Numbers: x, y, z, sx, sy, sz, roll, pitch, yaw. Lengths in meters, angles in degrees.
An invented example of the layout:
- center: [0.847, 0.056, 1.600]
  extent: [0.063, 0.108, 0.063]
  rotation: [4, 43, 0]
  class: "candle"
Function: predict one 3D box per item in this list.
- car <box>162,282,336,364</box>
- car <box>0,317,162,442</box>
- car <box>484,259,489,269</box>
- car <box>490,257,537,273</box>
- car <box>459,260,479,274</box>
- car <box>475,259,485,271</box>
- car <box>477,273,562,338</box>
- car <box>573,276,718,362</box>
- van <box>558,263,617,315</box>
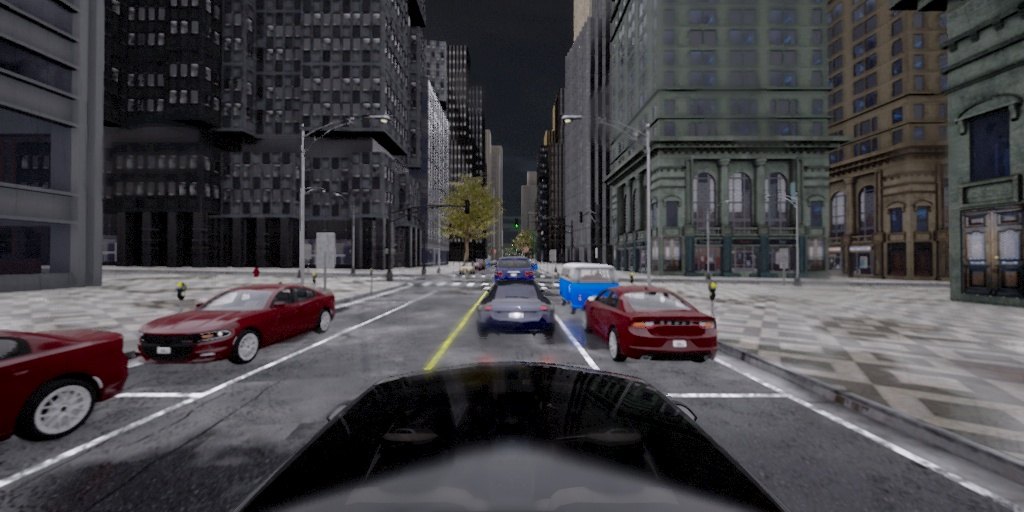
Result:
- center: [-5.776, 1.333, 8.190]
  extent: [1.888, 1.381, 4.507]
  rotation: [0, 0, 0]
  class: "car"
- center: [-5.778, 1.301, 2.664]
  extent: [1.888, 1.381, 4.507]
  rotation: [0, 0, 0]
  class: "car"
- center: [-5.734, 1.452, 62.150]
  extent: [2.192, 1.841, 5.009]
  rotation: [0, 0, 0]
  class: "car"
- center: [0.202, 1.090, 21.313]
  extent: [2.150, 2.045, 5.566]
  rotation: [0, 0, 2]
  class: "car"
- center: [-5.748, 1.555, 46.112]
  extent: [1.751, 1.417, 4.829]
  rotation: [0, 0, 0]
  class: "car"
- center: [-5.736, 1.646, 56.861]
  extent: [1.888, 1.381, 4.507]
  rotation: [0, 0, 0]
  class: "car"
- center: [0.105, 1.366, 10.409]
  extent: [1.994, 1.385, 4.181]
  rotation: [0, 0, 0]
  class: "car"
- center: [2.779, 1.333, 8.167]
  extent: [1.888, 1.381, 4.507]
  rotation: [0, 0, 0]
  class: "car"
- center: [2.782, 1.162, 13.692]
  extent: [1.690, 1.789, 3.998]
  rotation: [0, 0, 0]
  class: "van"
